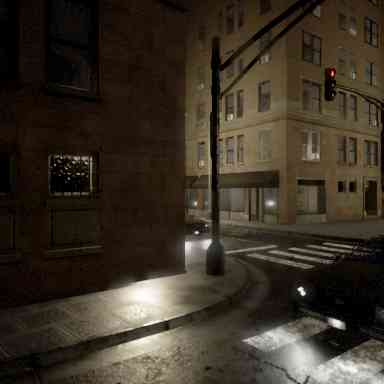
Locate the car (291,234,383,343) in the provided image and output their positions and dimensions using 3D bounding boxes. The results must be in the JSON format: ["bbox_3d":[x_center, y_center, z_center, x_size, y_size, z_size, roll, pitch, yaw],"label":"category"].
[{"bbox_3d":[4.288,1.546,6.445,5.357,1.411,2.033,0,0,-36],"label":"car"}]

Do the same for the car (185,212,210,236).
[{"bbox_3d":[-1.318,1.515,17.734,2.033,1.411,5.357,0,0,-36],"label":"car"}]
